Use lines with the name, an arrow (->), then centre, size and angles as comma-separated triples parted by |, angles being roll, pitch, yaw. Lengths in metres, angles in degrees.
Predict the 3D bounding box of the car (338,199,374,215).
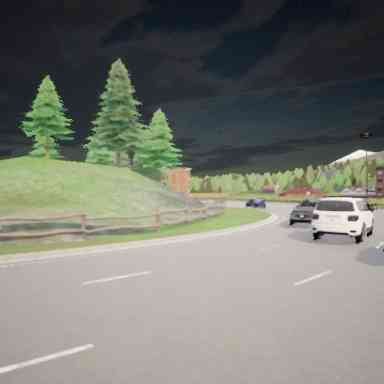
car -> 18.489, 1.637, 37.757 | 1.882, 1.535, 5.008 | 1, 0, 5

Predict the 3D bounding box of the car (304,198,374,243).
car -> 7.716, 1.296, 16.824 | 2.150, 2.045, 5.566 | 0, 0, 35

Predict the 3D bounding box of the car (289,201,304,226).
car -> 8.251, 1.660, 24.349 | 2.033, 1.411, 5.357 | 0, 0, 23

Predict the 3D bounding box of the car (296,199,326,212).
car -> 15.123, 1.671, 42.500 | 1.882, 1.535, 5.008 | 1, 0, -1

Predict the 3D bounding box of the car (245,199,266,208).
car -> 10.030, 1.787, 52.516 | 1.812, 1.442, 4.674 | 0, -1, -14

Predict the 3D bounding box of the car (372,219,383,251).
car -> 8.056, 1.592, 11.554 | 2.033, 1.411, 5.357 | 0, 0, 39
